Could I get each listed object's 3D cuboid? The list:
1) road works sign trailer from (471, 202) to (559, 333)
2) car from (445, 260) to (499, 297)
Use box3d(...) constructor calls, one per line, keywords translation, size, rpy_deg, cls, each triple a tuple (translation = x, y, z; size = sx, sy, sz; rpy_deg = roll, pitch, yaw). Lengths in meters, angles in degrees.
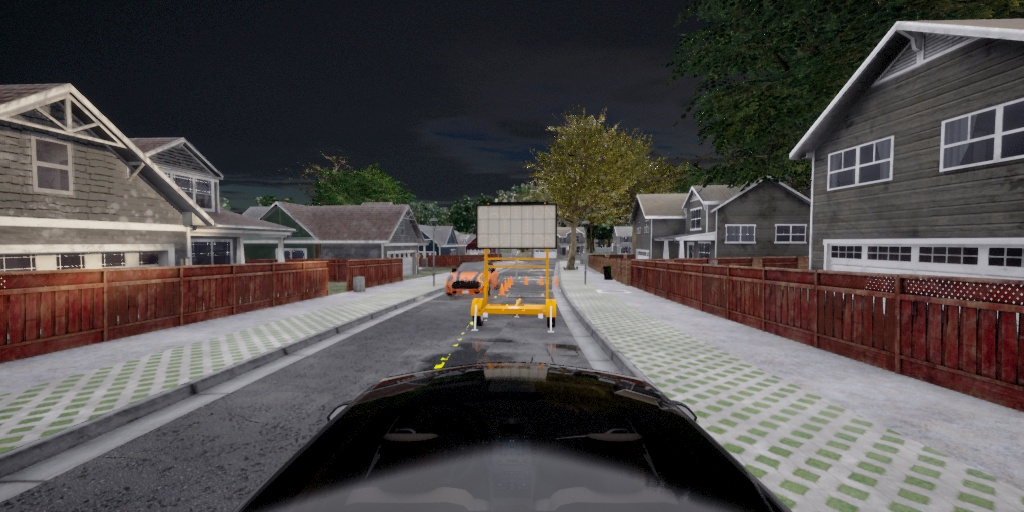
box3d(translation=(0.144, 0.191, 10.777), size=(2.380, 3.560, 2.880), rpy_deg=(0, 0, 5), cls="road works sign trailer")
box3d(translation=(-1.910, 1.029, 18.420), size=(2.097, 1.767, 4.553), rpy_deg=(0, 0, 5), cls="car")
